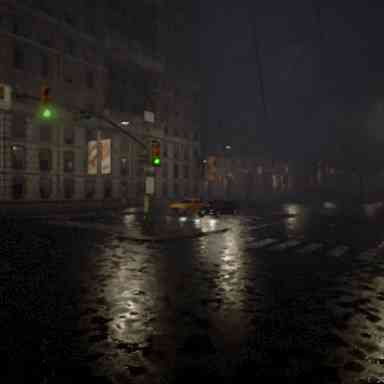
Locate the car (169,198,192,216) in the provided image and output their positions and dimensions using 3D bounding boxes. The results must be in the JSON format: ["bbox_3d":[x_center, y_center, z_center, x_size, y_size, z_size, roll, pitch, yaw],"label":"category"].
[{"bbox_3d":[-0.184,1.362,31.692,1.882,1.535,5.008,0,0,35],"label":"car"}]

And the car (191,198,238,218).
[{"bbox_3d":[2.313,1.411,29.149,1.837,1.490,4.892,0,0,36],"label":"car"}]
